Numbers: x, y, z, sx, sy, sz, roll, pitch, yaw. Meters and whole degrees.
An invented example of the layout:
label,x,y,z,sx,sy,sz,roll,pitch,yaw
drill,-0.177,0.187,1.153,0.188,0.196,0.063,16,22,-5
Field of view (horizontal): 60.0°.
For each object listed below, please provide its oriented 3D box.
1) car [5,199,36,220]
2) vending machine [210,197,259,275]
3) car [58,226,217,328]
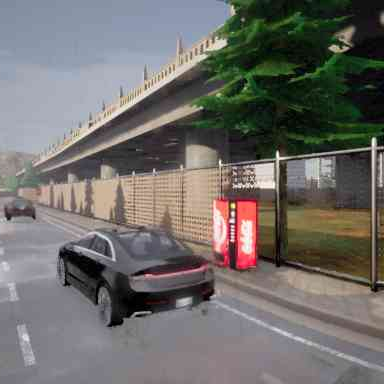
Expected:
label,x,y,z,sx,sy,sz,roll,pitch,yaw
car,-14.757,1.351,28.485,2.097,1.767,4.553,0,0,-32
vending machine,1.237,1.195,9.664,1.100,2.100,0.880,0,0,-32
car,-1.489,1.492,7.159,2.128,1.511,4.902,0,0,-35
